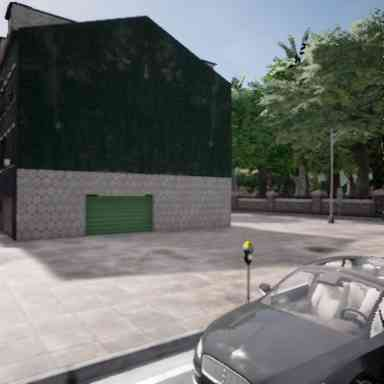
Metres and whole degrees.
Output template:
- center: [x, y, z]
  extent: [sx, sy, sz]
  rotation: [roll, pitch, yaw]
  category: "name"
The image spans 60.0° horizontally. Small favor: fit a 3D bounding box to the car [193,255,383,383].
- center: [2.043, 1.588, 4.264]
  extent: [4.403, 1.369, 2.008]
  rotation: [1, 0, -35]
  category: "car"
